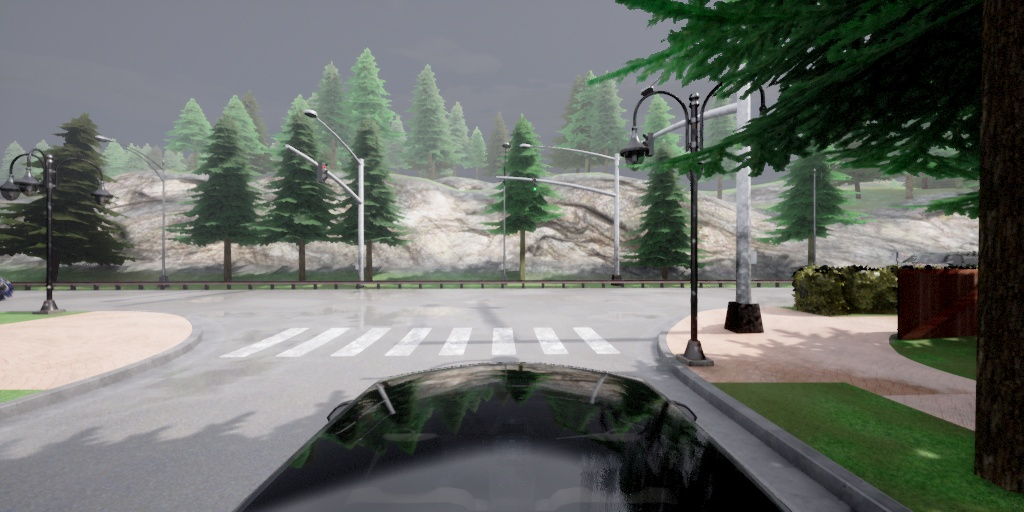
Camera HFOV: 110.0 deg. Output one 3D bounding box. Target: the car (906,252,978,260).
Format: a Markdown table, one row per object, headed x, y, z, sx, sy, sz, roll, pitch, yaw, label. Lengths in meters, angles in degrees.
| x | y | z | sx | sy | sz | roll | pitch | yaw | label |
| --- | --- | --- | --- | --- | --- | --- | --- | --- | --- |
| 22.666 | 0.813 | 19.048 | 5.566 | 2.045 | 2.150 | 0 | 0 | -3 | car |

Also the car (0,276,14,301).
| x | y | z | sx | sy | sz | roll | pitch | yaw | label |
| --- | --- | --- | --- | --- | --- | --- | --- | --- | --- |
| -22.038 | 0.945 | 13.388 | 4.553 | 1.767 | 2.097 | 0 | 0 | -3 | car |

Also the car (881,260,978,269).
| x | y | z | sx | sy | sz | roll | pitch | yaw | label |
| --- | --- | --- | --- | --- | --- | --- | --- | --- | --- |
| 18.050 | 1.070 | 15.231 | 5.008 | 1.535 | 1.882 | 0 | 0 | -3 | car |
